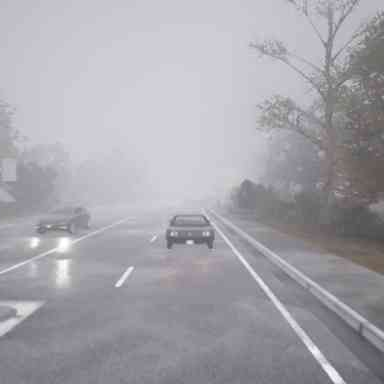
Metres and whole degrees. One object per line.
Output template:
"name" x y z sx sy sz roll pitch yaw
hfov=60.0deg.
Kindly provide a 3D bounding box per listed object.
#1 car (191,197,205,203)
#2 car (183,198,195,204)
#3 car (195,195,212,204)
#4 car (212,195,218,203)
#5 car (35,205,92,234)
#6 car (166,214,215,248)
"car" 1.619 1.996 87.237 2.033 1.411 5.357 0 0 17
"car" -0.790 1.977 77.763 1.994 1.385 4.181 0 0 12
"car" 2.682 1.918 77.288 1.882 1.535 5.008 0 0 12
"car" 5.246 1.734 87.133 2.150 2.045 5.566 0 0 20
"car" -7.230 1.515 19.191 1.837 1.490 4.892 0 0 0
"car" -0.096 1.619 14.803 1.895 1.301 4.718 0 0 -1
